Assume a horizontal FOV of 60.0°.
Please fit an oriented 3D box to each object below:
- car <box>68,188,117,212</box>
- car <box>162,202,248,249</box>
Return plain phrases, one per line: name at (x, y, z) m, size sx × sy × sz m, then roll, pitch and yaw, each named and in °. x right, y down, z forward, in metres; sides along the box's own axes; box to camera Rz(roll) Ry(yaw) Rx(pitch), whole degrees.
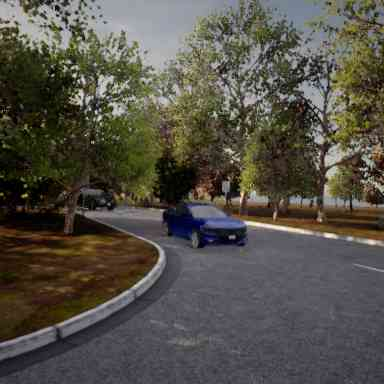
car at (-8.973, 0.612, 29.726) m, size 5.566 × 2.045 × 2.150 m, roll 2°, pitch -1°, yaw 42°
car at (0.320, 1.186, 13.233) m, size 1.882 × 1.535 × 5.008 m, roll 1°, pitch 0°, yaw -24°
